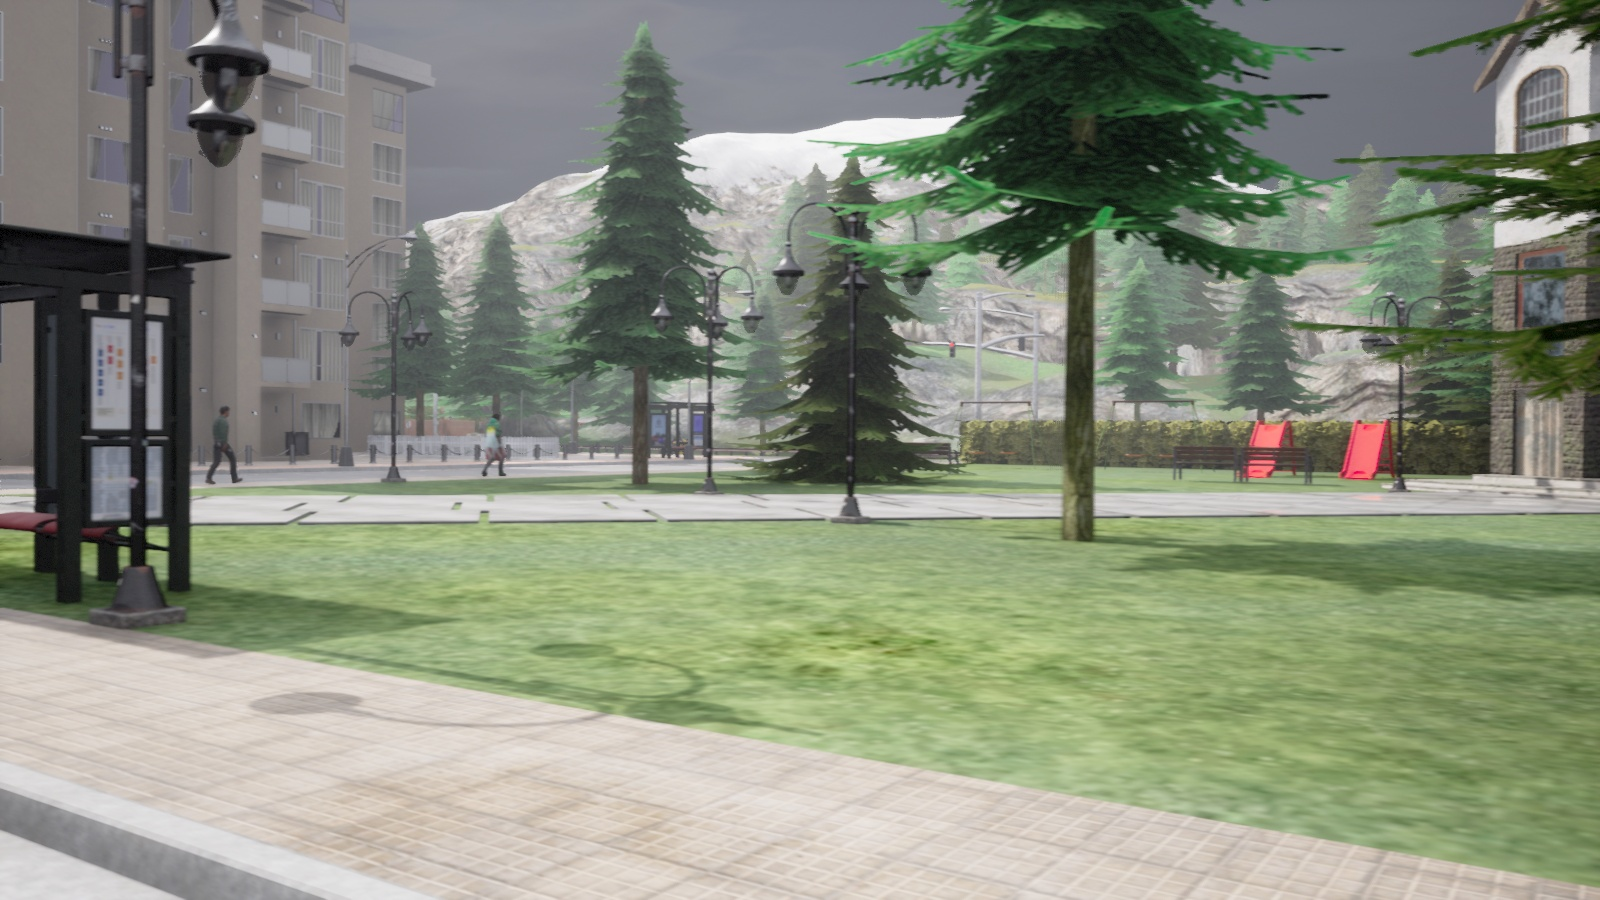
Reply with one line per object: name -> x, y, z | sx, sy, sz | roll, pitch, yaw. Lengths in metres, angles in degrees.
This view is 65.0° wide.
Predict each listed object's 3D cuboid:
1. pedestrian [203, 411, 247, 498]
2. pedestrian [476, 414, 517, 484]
pedestrian -> -12.982, 0.094, 28.361 | 0.423, 1.949, 0.788 | 0, 1, 33
pedestrian -> -8.550, -0.028, 35.377 | 0.659, 1.952, 0.873 | 0, 1, 33
